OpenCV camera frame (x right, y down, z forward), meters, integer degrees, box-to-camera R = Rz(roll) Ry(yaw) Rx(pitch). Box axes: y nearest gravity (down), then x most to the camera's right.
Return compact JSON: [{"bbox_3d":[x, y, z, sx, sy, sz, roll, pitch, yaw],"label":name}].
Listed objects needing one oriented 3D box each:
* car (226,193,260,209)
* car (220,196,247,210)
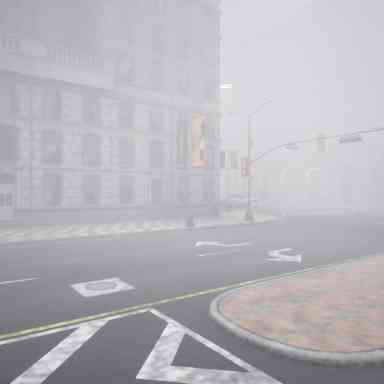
[{"bbox_3d":[6.866,1.221,46.370,2.150,2.045,5.566,0,0,-37],"label":"car"},{"bbox_3d":[4.695,1.564,43.405,1.994,1.385,4.181,0,0,-36],"label":"car"}]
